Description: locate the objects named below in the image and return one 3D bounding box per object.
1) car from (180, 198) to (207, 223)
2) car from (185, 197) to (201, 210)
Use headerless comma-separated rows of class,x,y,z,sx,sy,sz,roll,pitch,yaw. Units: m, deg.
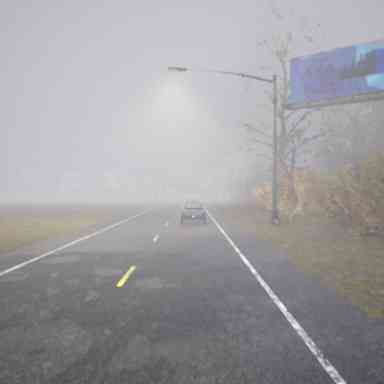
car,0.103,1.491,25.246,2.128,1.511,4.902,0,0,0
car,0.105,1.477,43.066,1.882,1.535,5.008,0,0,0
